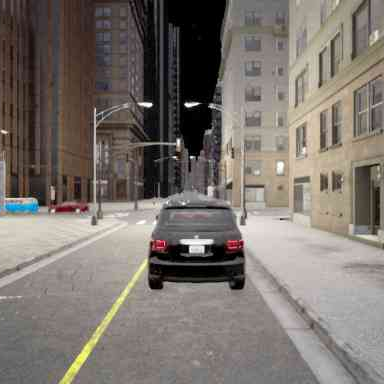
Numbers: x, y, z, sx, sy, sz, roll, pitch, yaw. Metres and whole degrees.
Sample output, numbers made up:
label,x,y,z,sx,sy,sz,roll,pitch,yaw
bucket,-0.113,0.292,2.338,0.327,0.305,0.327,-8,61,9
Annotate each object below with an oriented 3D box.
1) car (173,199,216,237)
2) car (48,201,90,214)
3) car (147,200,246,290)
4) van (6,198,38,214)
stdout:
label,x,y,z,sx,sy,sz,roll,pitch,yaw
car,0.131,1.355,18.672,2.097,1.767,4.553,0,0,0
car,-13.908,1.720,37.569,4.507,1.381,1.887,-1,0,0
car,0.118,1.222,9.223,2.150,2.045,5.566,0,0,1
van,-19.534,1.584,37.599,3.998,1.788,1.690,-1,0,0
